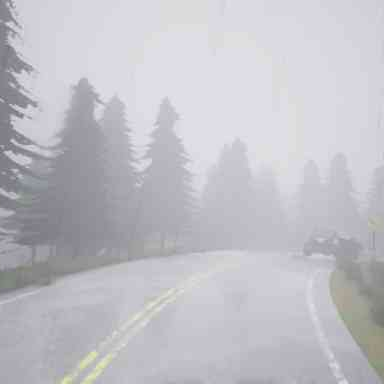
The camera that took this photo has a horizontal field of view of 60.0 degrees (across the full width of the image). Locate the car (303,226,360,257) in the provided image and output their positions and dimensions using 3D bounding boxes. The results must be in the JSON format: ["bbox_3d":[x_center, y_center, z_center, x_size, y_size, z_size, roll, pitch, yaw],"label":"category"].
[{"bbox_3d":[8.519,3.044,19.944,2.097,1.767,4.553,-2,-9,42],"label":"car"}]

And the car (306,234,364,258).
[{"bbox_3d":[11.567,4.355,26.797,4.892,1.490,1.837,10,-9,-32],"label":"car"}]
